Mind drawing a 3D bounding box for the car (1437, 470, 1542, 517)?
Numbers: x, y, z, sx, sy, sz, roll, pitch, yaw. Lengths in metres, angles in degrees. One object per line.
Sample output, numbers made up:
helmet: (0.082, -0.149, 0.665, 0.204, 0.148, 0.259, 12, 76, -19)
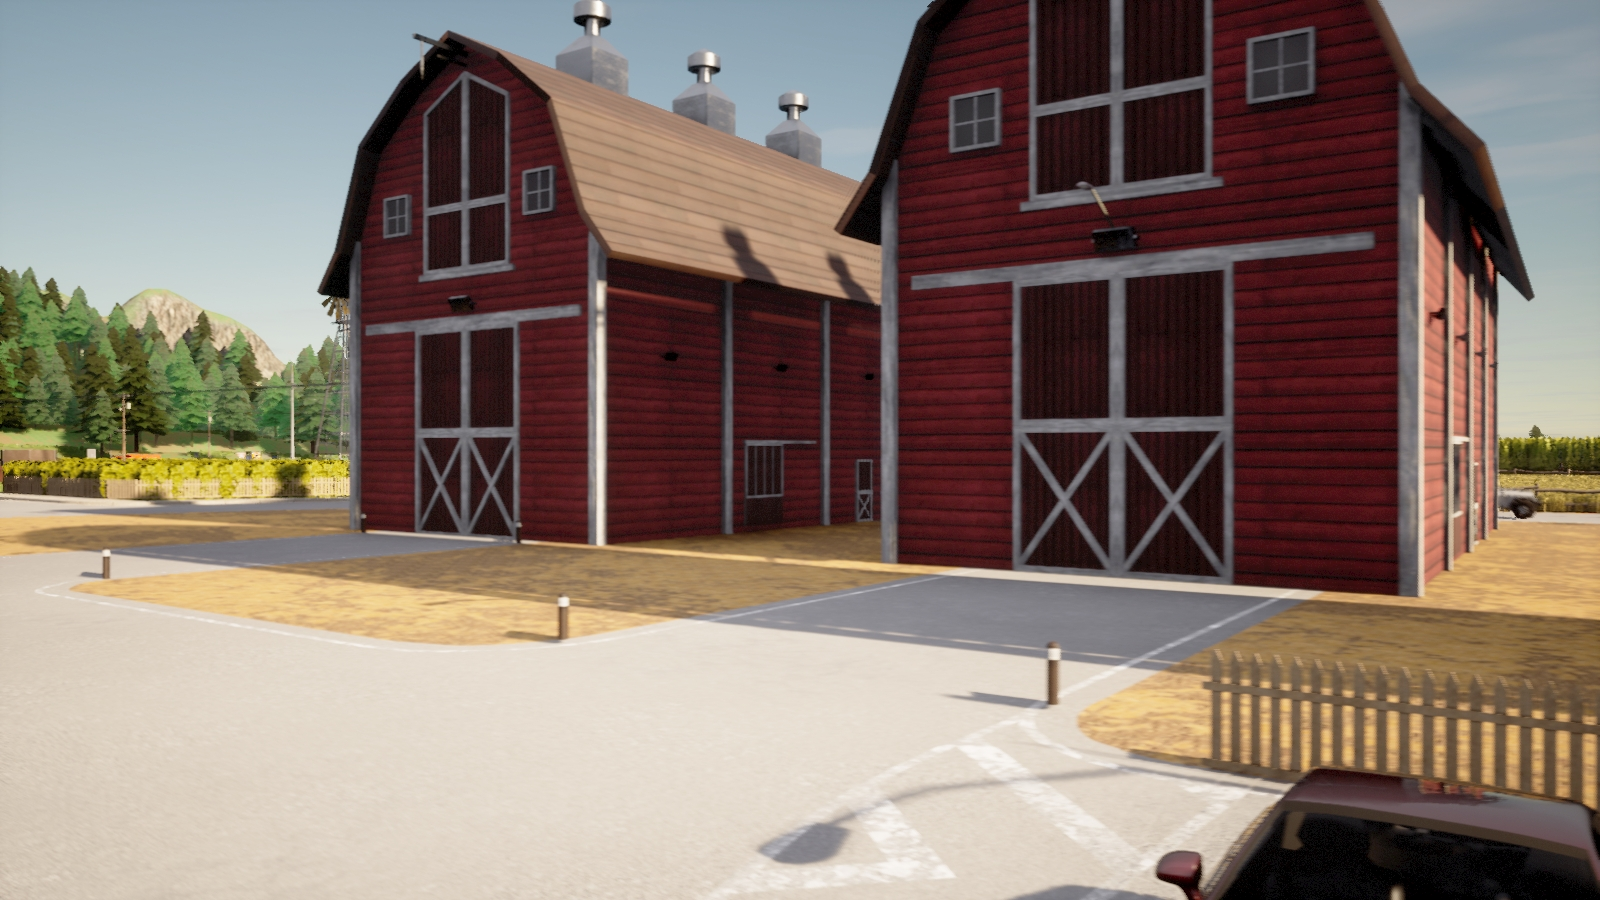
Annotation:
car: (29.910, 1.857, 49.627, 3.866, 1.878, 1.905, 0, 0, 32)

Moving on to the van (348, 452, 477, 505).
van: (-19.720, 1.414, 58.293, 5.915, 2.561, 1.988, 0, 0, -31)
